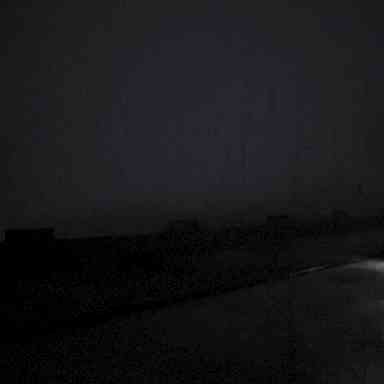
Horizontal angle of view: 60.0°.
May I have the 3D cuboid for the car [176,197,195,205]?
[{"bbox_3d":[-1.390,1.591,61.881,1.812,1.442,4.674,0,0,-35],"label":"car"}]
